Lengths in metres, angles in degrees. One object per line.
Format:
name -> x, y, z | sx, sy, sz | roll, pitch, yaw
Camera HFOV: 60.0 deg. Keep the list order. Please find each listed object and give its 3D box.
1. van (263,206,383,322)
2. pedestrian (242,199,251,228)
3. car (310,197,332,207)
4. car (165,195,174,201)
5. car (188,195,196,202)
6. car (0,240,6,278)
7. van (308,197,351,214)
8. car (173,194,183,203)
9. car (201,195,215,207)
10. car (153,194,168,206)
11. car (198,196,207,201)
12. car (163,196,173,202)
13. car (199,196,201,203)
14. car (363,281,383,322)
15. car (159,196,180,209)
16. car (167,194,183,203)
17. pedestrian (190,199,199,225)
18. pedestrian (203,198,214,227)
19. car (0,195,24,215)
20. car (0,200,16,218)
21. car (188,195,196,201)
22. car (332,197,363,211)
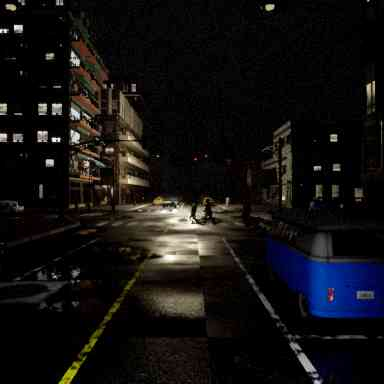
van -> 2.659, 1.342, 6.951 | 1.690, 1.788, 3.998 | 0, 0, 0
pedestrian -> 3.462, 1.300, 21.044 | 0.375, 1.860, 0.375 | 0, 0, 0
car -> 14.903, 1.549, 33.634 | 5.008, 1.535, 1.882 | 0, 0, 0
car -> -5.706, 1.616, 84.801 | 1.752, 1.417, 4.829 | 0, 0, 0
car -> -0.016, 1.617, 78.127 | 2.033, 1.411, 5.357 | 0, 0, 0
car -> -5.689, 1.567, 6.975 | 1.947, 1.339, 4.313 | 0, 0, 0
van -> 14.892, 1.425, 36.225 | 3.998, 1.788, 1.690 | 0, 0, 0
car -> -3.016, 1.421, 72.256 | 2.097, 1.767, 4.553 | 0, 0, 0
car -> 2.682, 1.561, 51.908 | 1.752, 1.417, 4.829 | 0, 0, 0
car -> -5.700, 1.568, 57.105 | 1.752, 1.417, 4.829 | 0, 0, 0
car -> 2.675, 1.641, 84.973 | 2.008, 1.369, 4.403 | 0, 0, 0
car -> -5.705, 1.630, 79.432 | 2.008, 1.369, 4.403 | 0, 0, 0
car -> 2.679, 1.632, 62.817 | 1.802, 1.307, 4.206 | 0, 0, 0
car -> 2.660, 1.582, 1.262 | 1.802, 1.307, 4.206 | 0, 0, 0
car -> -3.099, 1.630, 46.939 | 1.895, 1.301, 4.718 | 0, 0, 0
car -> -3.097, 1.590, 57.519 | 2.033, 1.411, 5.357 | 0, 0, 0
pedestrian -> 0.125, 1.298, 22.244 | 0.375, 1.860, 0.375 | 0, 0, 0
pedestrian -> 1.066, 1.300, 21.688 | 0.375, 1.860, 0.375 | 0, 0, 0
car -> -18.386, 1.184, 30.345 | 5.566, 2.045, 2.150 | 0, 0, 0
car -> -17.472, 1.534, 27.759 | 4.206, 1.307, 1.802 | 0, 0, 0
car -> -0.018, 1.465, 88.547 | 1.882, 1.535, 5.008 | 0, 0, 0
car -> 14.917, 1.358, 27.846 | 5.009, 1.841, 2.192 | 0, 0, 0
